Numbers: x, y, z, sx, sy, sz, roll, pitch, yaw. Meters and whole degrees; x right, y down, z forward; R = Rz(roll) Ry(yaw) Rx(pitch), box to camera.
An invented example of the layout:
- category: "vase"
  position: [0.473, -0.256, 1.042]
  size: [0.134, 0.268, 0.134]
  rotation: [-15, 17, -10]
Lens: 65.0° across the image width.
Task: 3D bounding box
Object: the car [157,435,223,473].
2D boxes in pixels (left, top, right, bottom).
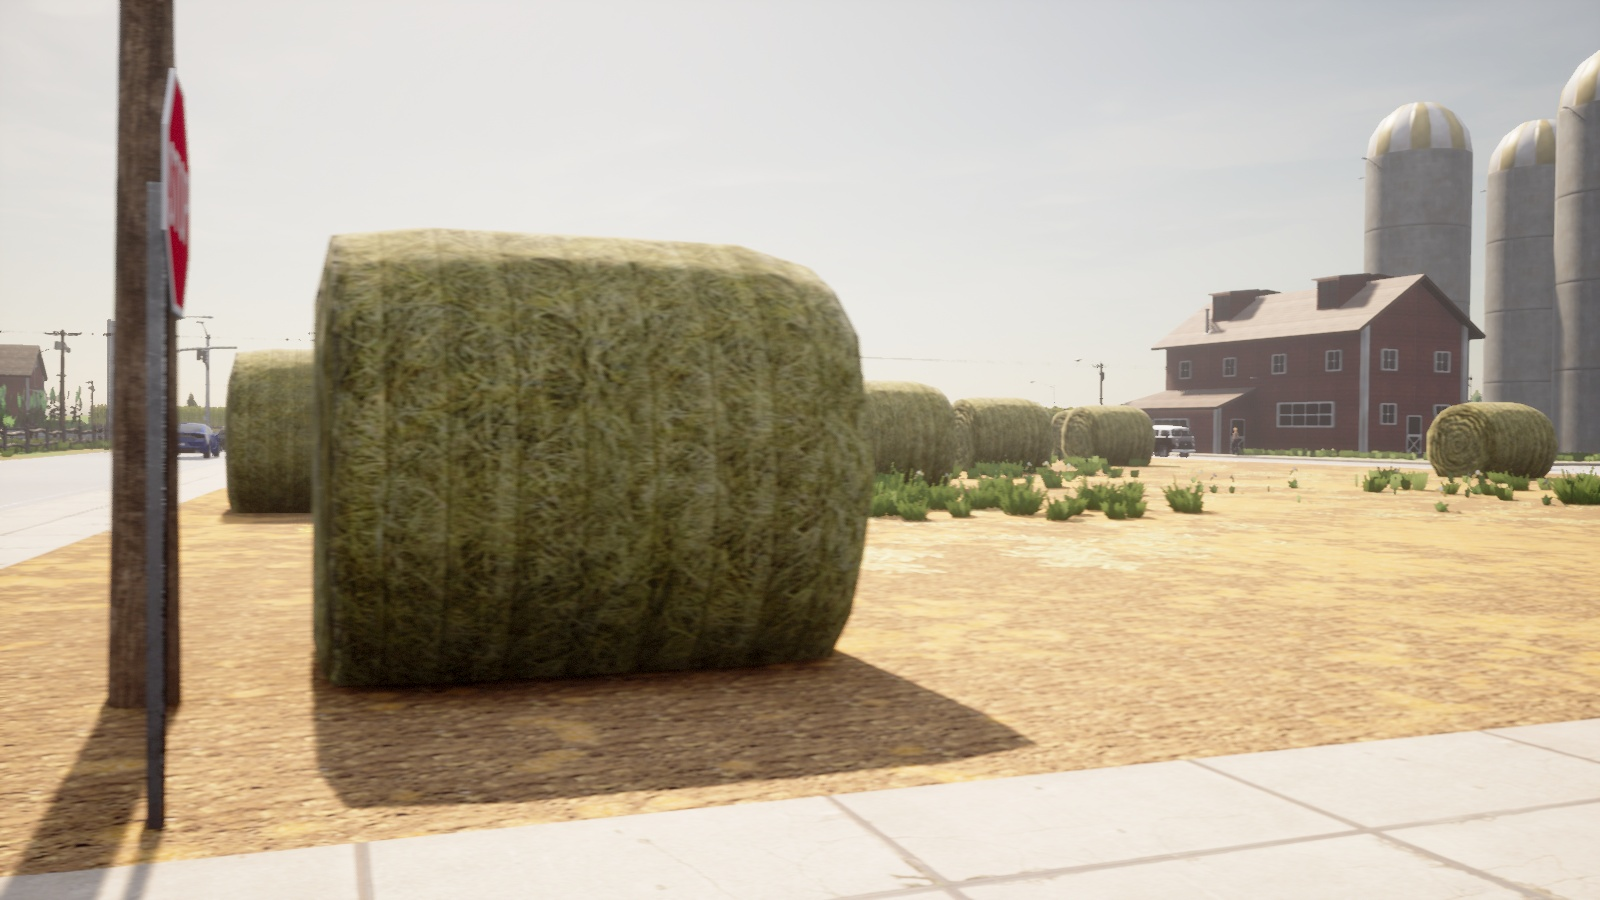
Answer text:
- category: "car"
  position: [-26.332, 0.139, 54.344]
  size: [1.882, 1.535, 5.008]
  rotation: [-1, 1, -18]

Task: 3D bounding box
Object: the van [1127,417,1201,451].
- category: "van"
  position: [22.517, -0.988, 77.919]
  size: [2.069, 2.038, 4.480]
  rotation: [-1, 1, -22]

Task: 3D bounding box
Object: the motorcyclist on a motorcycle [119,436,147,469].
- category: "motorcyclist on a motorcycle"
  position: [-31.820, 0.110, 59.904]
  size: [0.797, 1.523, 2.044]
  rotation: [-1, 1, -18]
